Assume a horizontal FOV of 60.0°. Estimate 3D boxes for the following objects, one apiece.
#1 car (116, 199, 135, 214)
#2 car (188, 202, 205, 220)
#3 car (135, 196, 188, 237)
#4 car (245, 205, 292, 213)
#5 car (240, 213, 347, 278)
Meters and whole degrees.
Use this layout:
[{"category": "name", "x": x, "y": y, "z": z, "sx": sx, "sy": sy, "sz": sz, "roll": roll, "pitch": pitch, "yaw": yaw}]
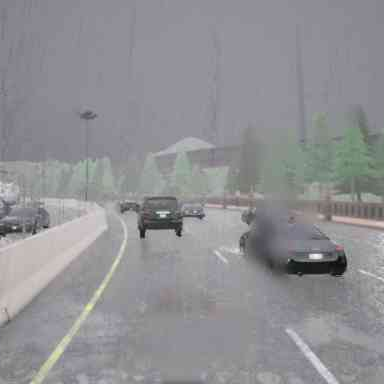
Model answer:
[{"category": "car", "x": -7.061, "y": 1.522, "z": 36.178, "sx": 1.837, "sy": 1.490, "sz": 4.892, "roll": 0, "pitch": 0, "yaw": -21}, {"category": "car", "x": -0.459, "y": 1.542, "z": 27.671, "sx": 2.033, "sy": 1.411, "sz": 5.357, "roll": 0, "pitch": 0, "yaw": -16}, {"category": "car", "x": -1.876, "y": 1.223, "z": 18.408, "sx": 2.150, "sy": 2.045, "sz": 5.566, "roll": 0, "pitch": 0, "yaw": -11}, {"category": "car", "x": 4.785, "y": 1.523, "z": 20.787, "sx": 2.033, "sy": 1.411, "sz": 5.357, "roll": 0, "pitch": 0, "yaw": -12}, {"category": "car", "x": 2.834, "y": 1.550, "z": 10.163, "sx": 1.994, "sy": 1.385, "sz": 4.181, "roll": 0, "pitch": 0, "yaw": -6}]
